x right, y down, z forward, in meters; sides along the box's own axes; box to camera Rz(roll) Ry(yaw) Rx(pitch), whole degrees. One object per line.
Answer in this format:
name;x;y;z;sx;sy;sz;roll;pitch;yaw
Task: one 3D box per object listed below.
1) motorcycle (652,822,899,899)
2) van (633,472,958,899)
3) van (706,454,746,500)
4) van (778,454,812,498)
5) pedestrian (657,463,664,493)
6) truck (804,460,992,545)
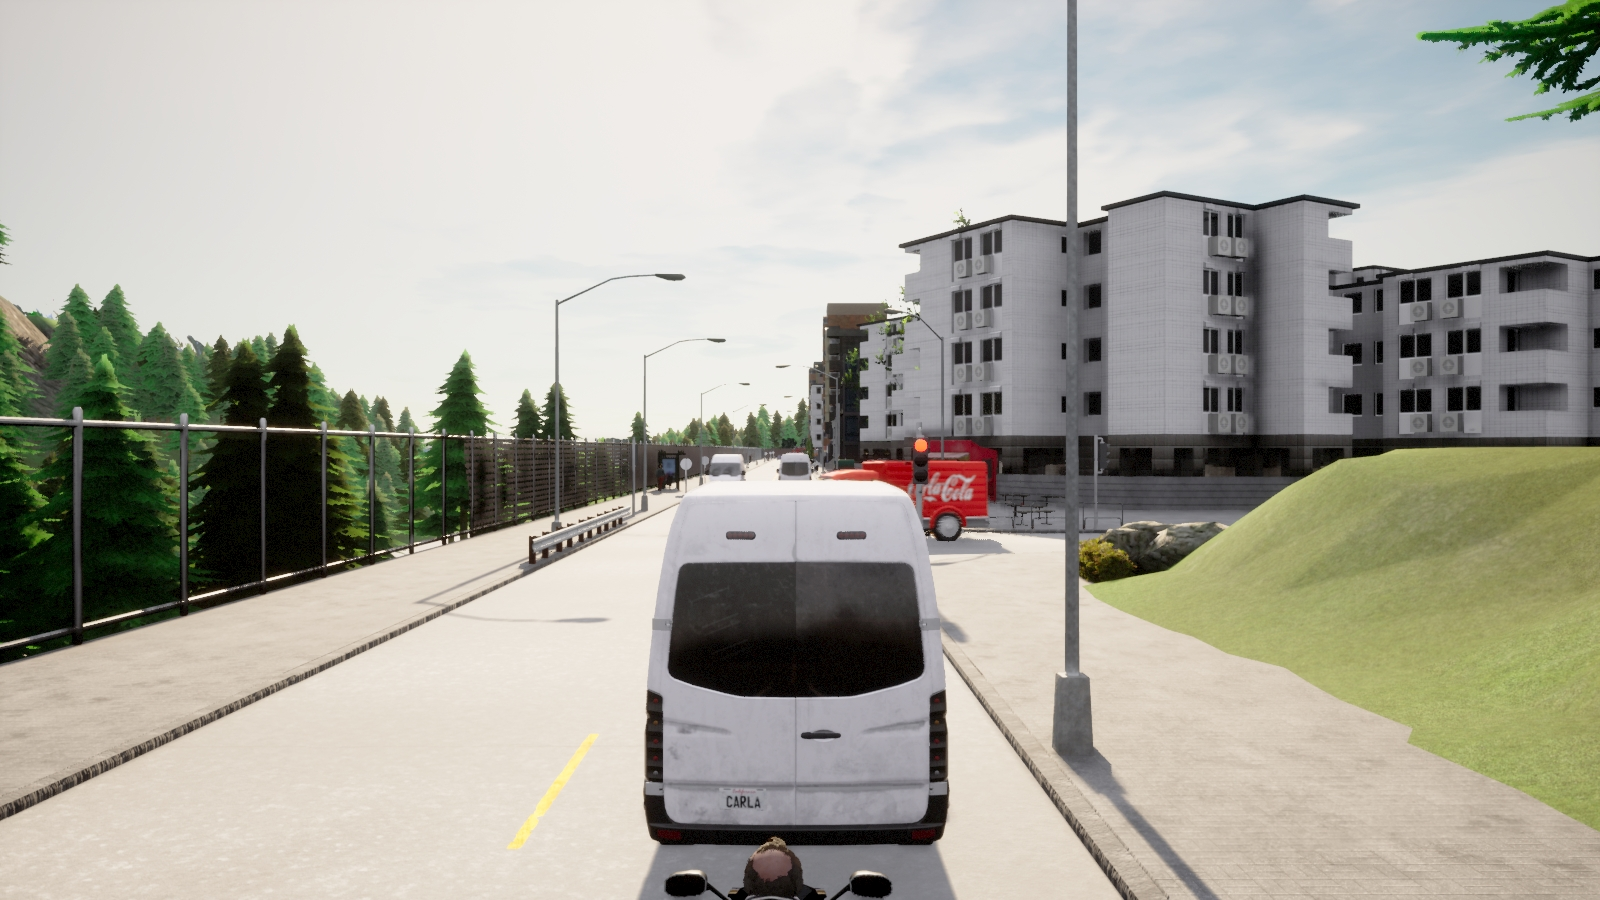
motorcycle;-0.090;2.205;3.746;0.867;1.251;2.209;0;0;1
van;-0.034;1.534;9.946;1.988;2.561;5.915;0;0;0
van;-4.297;1.535;67.278;1.988;2.561;5.915;0;0;0
van;-0.309;1.534;69.886;1.988;2.561;5.915;0;0;0
pedestrian;-8.727;1.744;71.577;0.375;1.860;0.375;0;0;-2
truck;2.996;1.567;35.403;5.204;2.467;2.627;0;-1;-16
